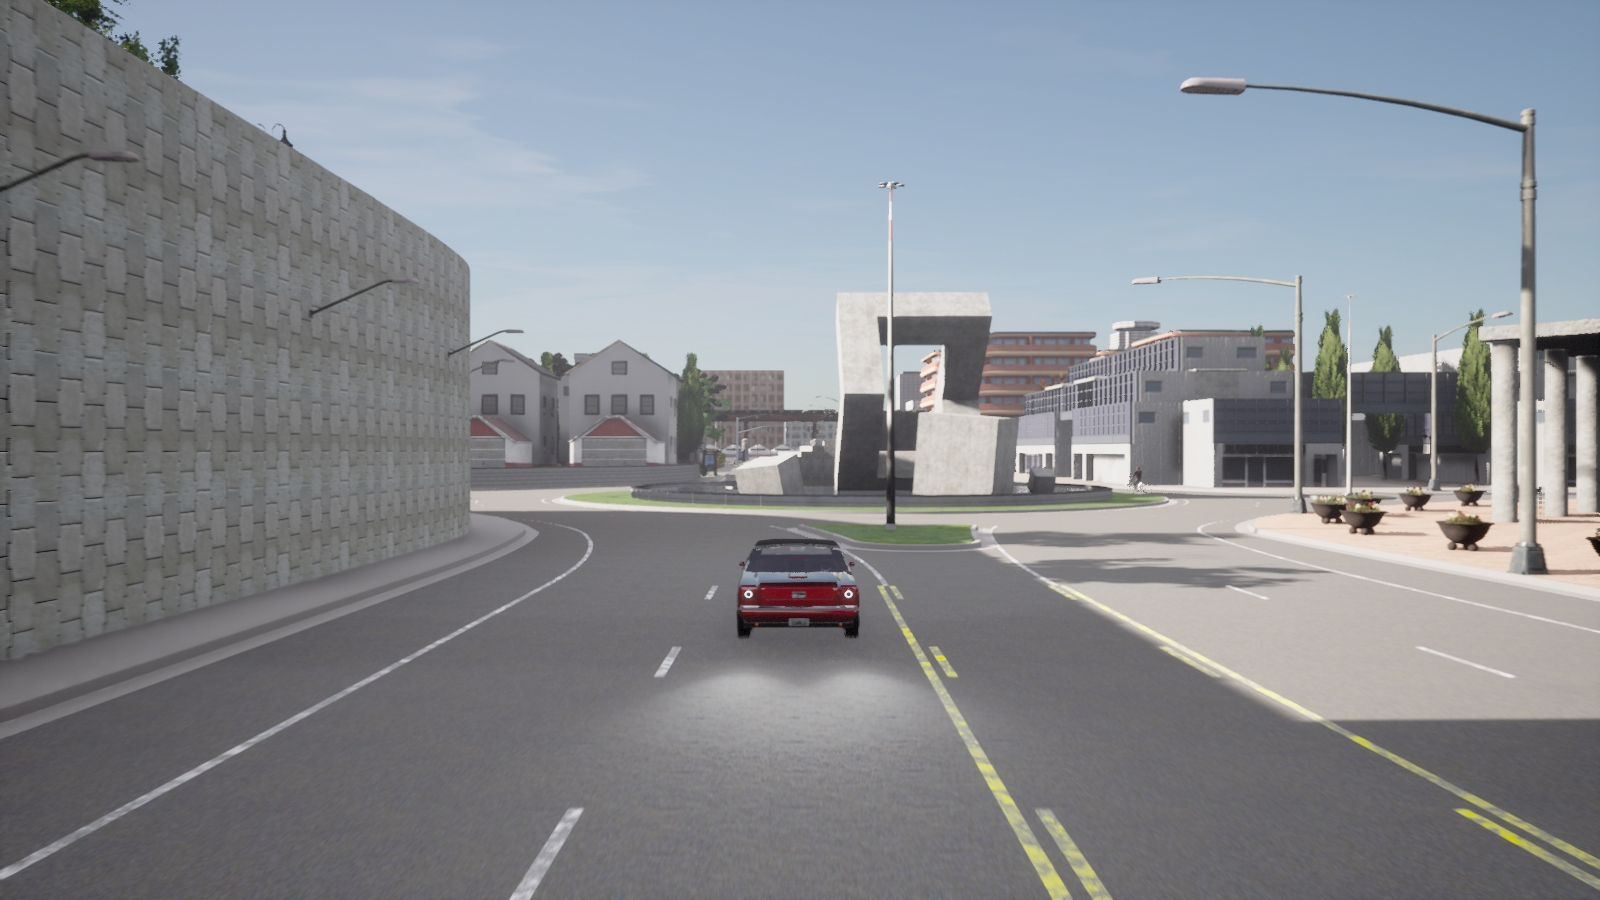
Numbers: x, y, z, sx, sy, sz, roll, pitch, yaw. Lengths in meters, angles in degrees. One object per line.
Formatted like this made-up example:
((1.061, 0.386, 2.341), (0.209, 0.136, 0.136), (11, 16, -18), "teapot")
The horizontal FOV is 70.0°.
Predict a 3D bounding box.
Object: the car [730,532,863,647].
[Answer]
((-0.078, 2.155, 18.612), (1.895, 1.301, 4.718), (0, 0, -1), "car")

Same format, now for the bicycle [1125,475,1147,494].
((21.678, 2.233, 73.787), (0.329, 1.126, 1.835), (-1, 0, -20), "bicycle")
